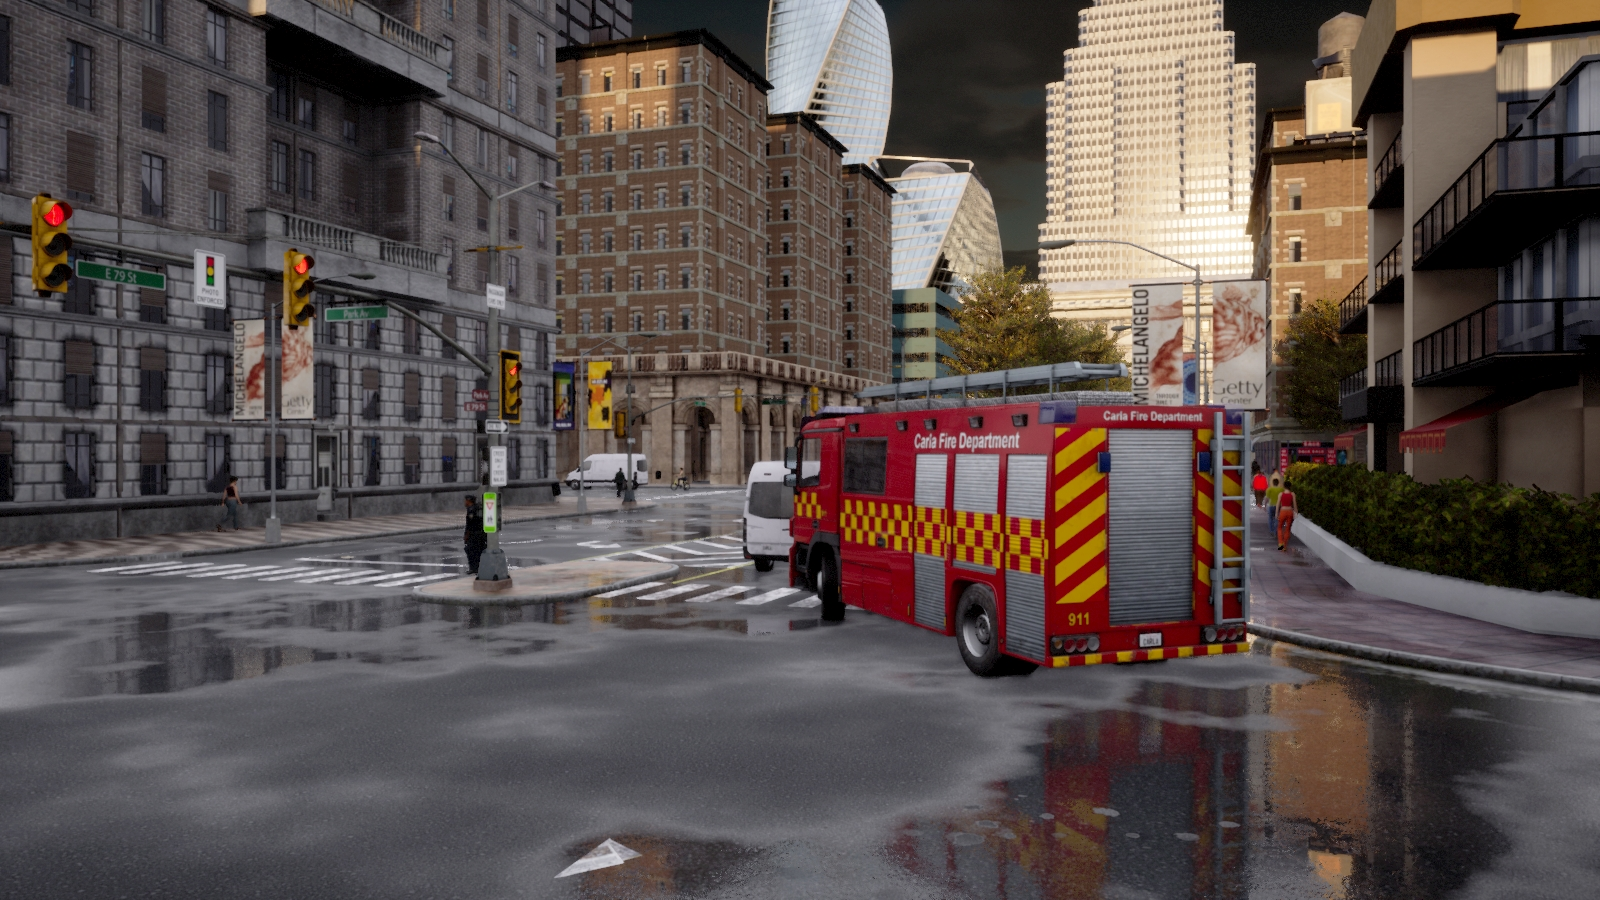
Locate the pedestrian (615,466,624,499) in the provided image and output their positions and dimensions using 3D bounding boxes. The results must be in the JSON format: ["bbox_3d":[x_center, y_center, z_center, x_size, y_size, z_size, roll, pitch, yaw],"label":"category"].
[{"bbox_3d":[-10.308,1.860,65.364,0.375,1.860,0.375,0,0,21],"label":"pedestrian"}]

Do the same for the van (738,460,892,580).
[{"bbox_3d":[0.533,1.538,27.877,1.988,2.561,5.915,0,0,19],"label":"van"}]

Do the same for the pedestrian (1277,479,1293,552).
[{"bbox_3d":[12.608,1.697,29.678,0.375,1.860,0.375,0,0,22],"label":"pedestrian"}]

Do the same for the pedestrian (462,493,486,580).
[{"bbox_3d":[-7.018,1.854,24.604,0.375,1.860,0.375,0,0,9],"label":"pedestrian"}]

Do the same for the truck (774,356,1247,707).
[{"bbox_3d":[2.407,0.892,16.938,2.891,3.827,8.468,0,0,-21],"label":"truck"}]

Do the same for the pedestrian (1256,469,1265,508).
[{"bbox_3d":[21.975,1.849,54.539,0.375,1.860,0.375,0,0,19],"label":"pedestrian"}]

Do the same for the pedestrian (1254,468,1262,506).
[{"bbox_3d":[22.891,1.848,57.082,0.375,1.860,0.375,0,0,18],"label":"pedestrian"}]

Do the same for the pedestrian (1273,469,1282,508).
[{"bbox_3d":[22.907,1.848,54.847,0.375,1.860,0.375,0,0,28],"label":"pedestrian"}]

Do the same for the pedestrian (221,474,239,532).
[{"bbox_3d":[-18.509,1.708,37.092,0.375,1.860,0.375,0,0,20],"label":"pedestrian"}]

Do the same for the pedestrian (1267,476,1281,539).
[{"bbox_3d":[14.132,1.696,34.064,0.375,1.860,0.375,0,0,18],"label":"pedestrian"}]
